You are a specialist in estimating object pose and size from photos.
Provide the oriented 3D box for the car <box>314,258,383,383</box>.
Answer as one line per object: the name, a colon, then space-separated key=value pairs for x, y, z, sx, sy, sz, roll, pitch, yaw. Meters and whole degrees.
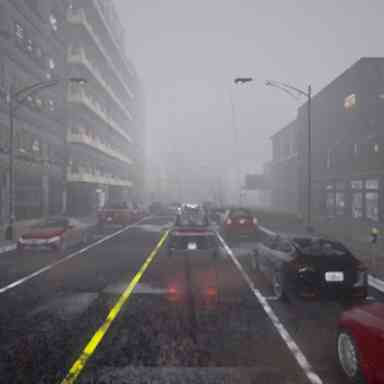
car: x=2.688 y=1.611 z=2.666 sx=1.802 sy=1.307 sz=4.206 roll=0 pitch=-1 yaw=0

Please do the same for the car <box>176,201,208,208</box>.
car: x=0.027 y=1.802 z=28.494 sx=2.128 sy=1.511 sz=4.902 roll=0 pitch=0 yaw=0

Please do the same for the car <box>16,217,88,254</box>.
car: x=-5.690 y=1.733 z=14.064 sx=1.802 sy=1.307 sz=4.206 roll=0 pitch=-1 yaw=0

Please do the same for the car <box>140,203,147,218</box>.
car: x=-5.687 y=1.779 z=31.155 sx=1.967 sy=1.590 sz=4.097 roll=0 pitch=-1 yaw=0

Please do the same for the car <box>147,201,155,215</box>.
car: x=-5.685 y=1.954 z=36.850 sx=2.008 sy=1.369 sz=4.403 roll=0 pitch=-1 yaw=0

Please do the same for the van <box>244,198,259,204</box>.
van: x=14.679 y=2.350 z=81.785 sx=3.998 sy=1.788 sz=1.690 roll=0 pitch=0 yaw=0

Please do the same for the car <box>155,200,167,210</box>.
car: x=-5.681 y=2.167 z=53.939 sx=1.947 sy=1.339 sz=4.313 roll=0 pitch=-1 yaw=0

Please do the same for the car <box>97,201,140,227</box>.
car: x=-5.689 y=1.590 z=25.459 sx=2.192 sy=1.841 sz=5.009 roll=0 pitch=-1 yaw=0

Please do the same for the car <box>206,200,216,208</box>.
car: x=2.696 y=1.954 z=36.844 sx=2.008 sy=1.369 sz=4.403 roll=0 pitch=-1 yaw=0

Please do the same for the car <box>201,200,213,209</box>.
car: x=2.700 y=2.215 z=59.628 sx=1.887 sy=1.381 sz=4.507 roll=0 pitch=-1 yaw=0

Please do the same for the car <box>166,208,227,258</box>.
car: x=0.023 y=1.638 z=13.491 sx=2.128 sy=1.511 sz=4.902 roll=0 pitch=0 yaw=0

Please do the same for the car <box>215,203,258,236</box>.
car: x=2.691 y=1.653 z=19.756 sx=1.967 sy=1.590 sz=4.097 roll=0 pitch=-1 yaw=0

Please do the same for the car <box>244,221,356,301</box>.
car: x=2.690 y=1.656 z=8.362 sx=1.947 sy=1.339 sz=4.313 roll=0 pitch=-1 yaw=0

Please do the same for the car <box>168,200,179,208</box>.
car: x=-3.008 y=2.284 z=63.892 sx=1.994 sy=1.385 sz=4.181 roll=0 pitch=-1 yaw=1

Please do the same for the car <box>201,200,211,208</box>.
car: x=2.702 y=2.267 z=65.495 sx=1.752 sy=1.417 sz=4.829 roll=0 pitch=-1 yaw=0
